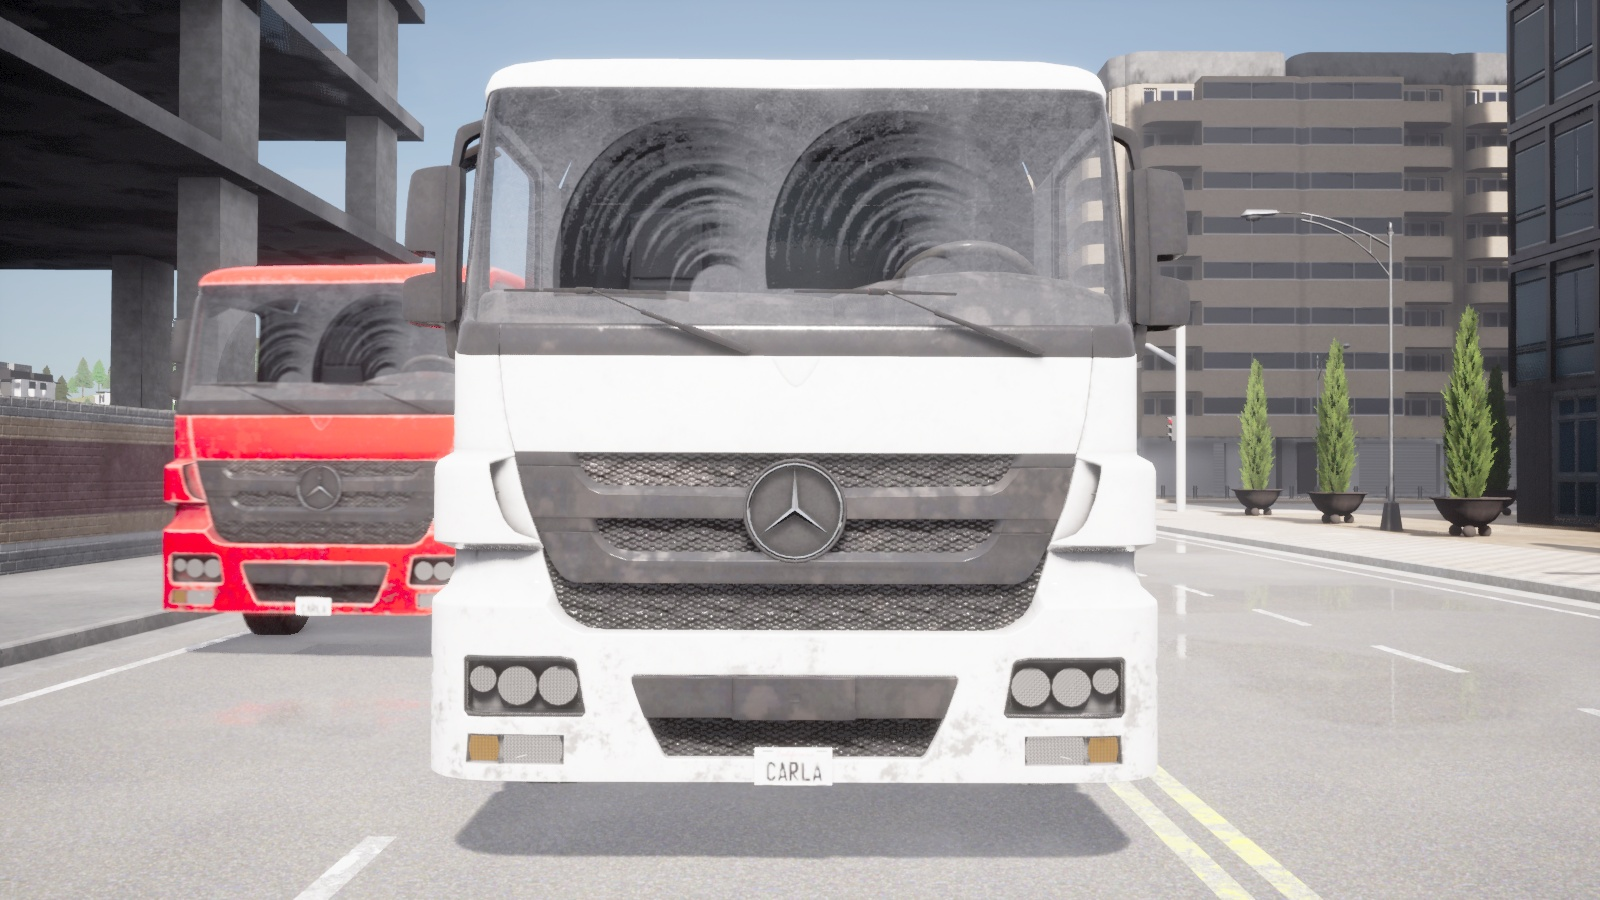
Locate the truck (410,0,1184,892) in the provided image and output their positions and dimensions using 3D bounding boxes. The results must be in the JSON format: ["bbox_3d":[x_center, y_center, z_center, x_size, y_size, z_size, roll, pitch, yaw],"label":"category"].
[{"bbox_3d":[-0.027,-0.022,8.684,2.891,3.462,7.936,0,-1,0],"label":"truck"}]

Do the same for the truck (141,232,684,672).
[{"bbox_3d":[-3.488,0.081,13.976,2.891,3.462,7.936,0,-1,6],"label":"truck"}]
